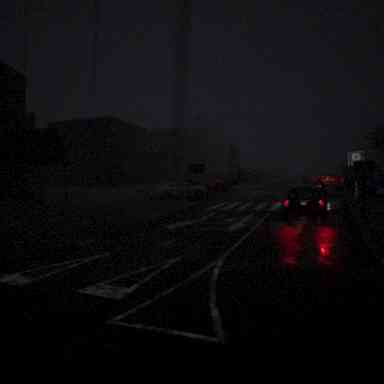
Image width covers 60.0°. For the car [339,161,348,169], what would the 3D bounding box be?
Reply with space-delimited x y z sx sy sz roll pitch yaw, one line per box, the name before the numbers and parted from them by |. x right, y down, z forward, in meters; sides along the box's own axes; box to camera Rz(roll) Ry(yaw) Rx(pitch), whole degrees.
car | 25.904 -3.465 50.221 5.566 2.045 2.435 -2 5 2

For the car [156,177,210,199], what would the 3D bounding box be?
car | -0.960 -0.236 30.107 4.674 1.452 2.002 -3 4 1

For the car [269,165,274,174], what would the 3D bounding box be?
car | 12.848 -3.971 65.576 5.008 1.535 2.097 -3 5 2

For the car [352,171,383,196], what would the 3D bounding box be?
car | 15.433 -0.585 25.448 5.008 1.535 2.097 -2 5 3

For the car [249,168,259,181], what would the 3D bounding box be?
car | 6.627 -2.282 49.252 5.366 1.575 1.946 -3 4 2

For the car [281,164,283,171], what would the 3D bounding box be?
car | 18.232 -5.327 79.154 5.008 1.535 2.097 -3 4 2

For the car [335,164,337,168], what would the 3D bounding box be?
car | 32.539 -5.195 66.864 5.566 2.045 2.435 -2 5 2

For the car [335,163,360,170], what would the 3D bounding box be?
car | 38.990 -6.489 83.487 5.366 1.575 1.946 -1 5 2

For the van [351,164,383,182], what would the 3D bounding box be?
van | 21.387 -2.273 39.165 4.442 1.987 1.878 -2 5 3

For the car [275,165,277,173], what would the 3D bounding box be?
car | 14.994 -4.491 71.020 4.674 1.452 2.002 -3 4 2

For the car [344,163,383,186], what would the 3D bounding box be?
car | 17.736 -1.417 30.912 5.566 2.045 2.435 -2 6 3

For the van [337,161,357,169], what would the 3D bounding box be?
van | 40.171 -6.951 86.234 4.442 1.987 1.878 -1 4 2

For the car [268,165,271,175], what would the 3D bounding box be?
car | 11.777 -3.686 62.855 4.892 1.521 2.231 -3 5 2

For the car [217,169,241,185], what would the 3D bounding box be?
car | 3.286 -1.542 41.048 4.553 1.767 2.185 -3 5 1

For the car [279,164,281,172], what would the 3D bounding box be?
car | 17.161 -5.069 76.438 5.008 1.535 2.097 -3 5 2

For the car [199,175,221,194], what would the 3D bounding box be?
car | 0.123 -0.533 32.848 4.792 1.488 2.163 -3 4 1

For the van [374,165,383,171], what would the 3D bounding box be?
van | 16.714 -1.105 28.168 4.442 1.987 1.878 -2 5 3

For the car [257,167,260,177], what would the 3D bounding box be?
car | 7.495 -2.552 51.983 5.008 1.535 2.097 -3 4 2

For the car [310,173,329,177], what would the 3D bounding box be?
car | 9.646 -0.444 26.754 2.128 1.511 4.902 -1 5 22

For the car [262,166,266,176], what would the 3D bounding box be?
car | 9.625 -3.120 57.426 5.008 1.535 2.097 -3 4 2

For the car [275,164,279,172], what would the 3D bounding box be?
car | 16.095 -4.928 73.708 4.553 1.767 2.185 -3 5 2

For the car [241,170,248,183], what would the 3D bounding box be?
car | 4.316 -1.701 43.805 5.008 1.535 2.097 -3 4 1

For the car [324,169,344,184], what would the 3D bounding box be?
car | 14.878 -1.399 35.410 4.674 1.442 1.812 0 6 28

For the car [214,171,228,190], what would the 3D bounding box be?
car | 1.171 -0.972 35.570 4.553 1.767 2.185 -3 5 1

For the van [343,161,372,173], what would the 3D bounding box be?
van | 30.430 -4.608 61.322 4.442 1.987 1.878 -2 5 2

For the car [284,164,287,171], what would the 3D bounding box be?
car | 20.369 -6.078 84.558 5.566 2.045 2.435 -3 4 2

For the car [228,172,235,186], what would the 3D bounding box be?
car | 2.177 -1.099 38.325 4.792 1.488 2.163 -3 5 1

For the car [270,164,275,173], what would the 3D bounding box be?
car | 13.940 -4.378 68.279 4.553 1.767 2.185 -3 5 2

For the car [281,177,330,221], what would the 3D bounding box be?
car | 5.983 0.365 17.549 2.097 1.767 4.553 -1 5 21

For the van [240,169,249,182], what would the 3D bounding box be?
van | 5.251 -2.203 46.516 4.442 1.987 1.878 -3 5 1

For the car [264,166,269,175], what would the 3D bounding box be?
car | 10.705 -3.403 60.140 4.892 1.521 2.231 -3 5 2

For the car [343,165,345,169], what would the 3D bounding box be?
car | 23.602 -2.628 44.699 4.892 1.521 2.231 -2 6 3

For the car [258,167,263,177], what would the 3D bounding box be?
car | 8.597 -2.808 54.702 4.792 1.488 2.163 -3 4 2

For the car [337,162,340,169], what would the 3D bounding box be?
car | 28.145 -4.050 55.777 5.566 2.045 2.435 -2 5 2
